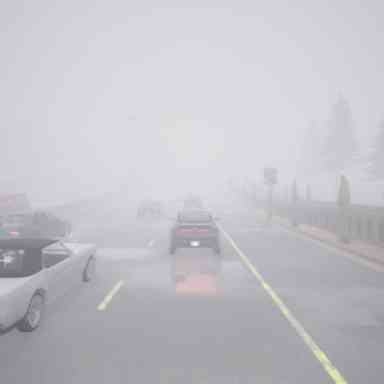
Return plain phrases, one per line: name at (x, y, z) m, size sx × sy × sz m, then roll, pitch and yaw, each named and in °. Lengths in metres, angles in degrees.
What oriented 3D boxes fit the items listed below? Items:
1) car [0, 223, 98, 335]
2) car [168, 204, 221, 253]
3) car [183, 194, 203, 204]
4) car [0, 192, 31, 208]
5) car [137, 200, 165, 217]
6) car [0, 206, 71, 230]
car at (-3.399, 1.580, 6.683) m, size 1.895 × 1.301 × 4.718 m, roll 0°, pitch 0°, yaw 0°
car at (0.103, 1.464, 13.492) m, size 1.837 × 1.490 × 4.892 m, roll 0°, pitch 0°, yaw 0°
car at (0.103, 0.942, 34.110) m, size 1.837 × 1.490 × 4.892 m, roll 0°, pitch 4°, yaw 0°
car at (-14.089, 1.090, 24.624) m, size 2.150 × 2.045 × 5.566 m, roll 0°, pitch 1°, yaw 0°
car at (-3.394, 1.340, 28.408) m, size 1.895 × 1.301 × 4.718 m, roll 0°, pitch 2°, yaw 0°
car at (-6.897, 1.504, 14.250) m, size 2.033 × 1.411 × 5.357 m, roll 0°, pitch 0°, yaw 0°
